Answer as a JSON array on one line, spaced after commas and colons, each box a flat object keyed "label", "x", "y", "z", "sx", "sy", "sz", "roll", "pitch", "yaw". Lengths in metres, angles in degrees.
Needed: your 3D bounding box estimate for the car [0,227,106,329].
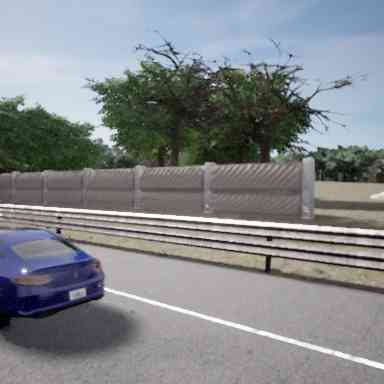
[{"label": "car", "x": -3.690, "y": 1.444, "z": 6.681, "sx": 4.674, "sy": 1.442, "sz": 1.812, "roll": 1, "pitch": 0, "yaw": 36}]
